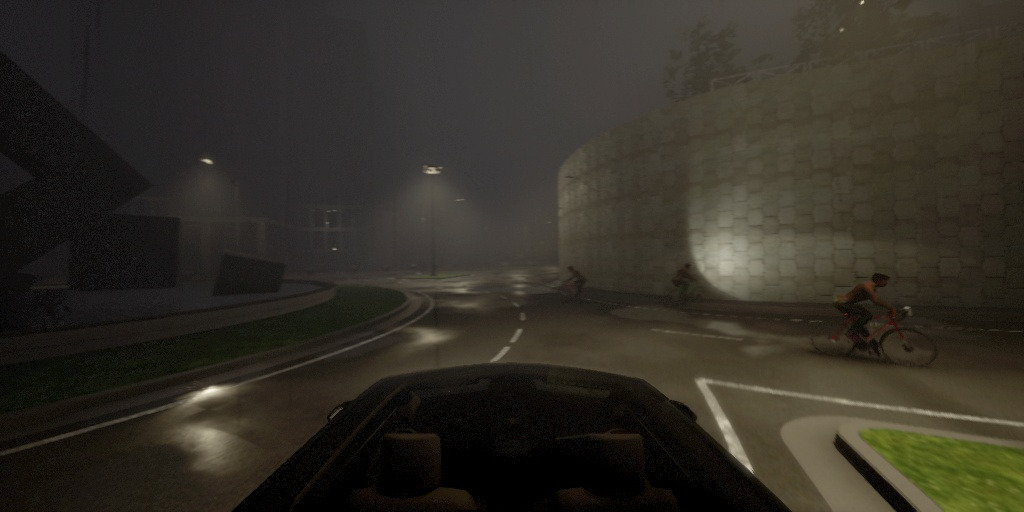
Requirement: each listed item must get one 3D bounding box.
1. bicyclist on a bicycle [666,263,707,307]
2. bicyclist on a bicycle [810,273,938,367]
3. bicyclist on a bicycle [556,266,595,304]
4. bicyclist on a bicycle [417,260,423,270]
[{"bbox_3d":[6.627,1.118,13.689,1.656,1.620,0.582,-7,2,-5],"label":"bicyclist on a bicycle"},{"bbox_3d":[6.513,1.126,6.553,1.656,1.620,0.582,-1,0,44],"label":"bicyclist on a bicycle"},{"bbox_3d":[2.662,1.226,15.191,1.656,1.620,0.582,-2,0,16],"label":"bicyclist on a bicycle"},{"bbox_3d":[-15.078,1.560,58.975,0.582,1.620,1.656,-1,-1,27],"label":"bicyclist on a bicycle"}]
